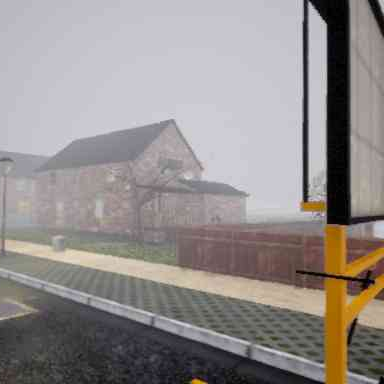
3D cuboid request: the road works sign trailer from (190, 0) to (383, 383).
[{"bbox_3d":[1.150,0.588,2.458,2.880,3.560,2.380,-1,-3,38],"label":"road works sign trailer"}]
